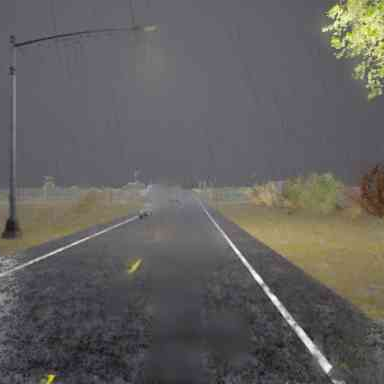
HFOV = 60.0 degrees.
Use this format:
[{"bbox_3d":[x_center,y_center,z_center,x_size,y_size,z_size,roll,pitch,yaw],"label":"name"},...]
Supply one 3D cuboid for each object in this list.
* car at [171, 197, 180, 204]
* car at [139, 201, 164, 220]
[{"bbox_3d":[-3.506,1.809,71.420,1.895,1.301,4.718,0,0,0],"label":"car"},{"bbox_3d":[-3.597,1.634,30.147,1.837,1.490,4.892,0,0,0],"label":"car"}]
